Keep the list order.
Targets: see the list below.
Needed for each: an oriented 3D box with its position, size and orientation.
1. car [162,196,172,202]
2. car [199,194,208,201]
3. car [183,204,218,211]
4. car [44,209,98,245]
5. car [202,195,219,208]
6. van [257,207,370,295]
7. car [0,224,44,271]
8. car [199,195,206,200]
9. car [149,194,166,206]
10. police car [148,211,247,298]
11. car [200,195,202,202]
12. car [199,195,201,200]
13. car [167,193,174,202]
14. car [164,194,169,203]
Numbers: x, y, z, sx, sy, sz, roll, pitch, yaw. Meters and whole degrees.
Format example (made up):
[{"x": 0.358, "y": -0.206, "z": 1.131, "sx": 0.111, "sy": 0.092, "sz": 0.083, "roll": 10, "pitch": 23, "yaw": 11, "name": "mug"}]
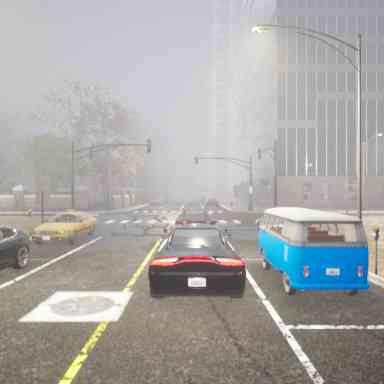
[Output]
[{"x": -5.603, "y": 1.525, "z": 74.952, "sx": 1.802, "sy": 1.307, "sz": 4.206, "roll": 0, "pitch": 0, "yaw": 0, "name": "car"}, {"x": 2.786, "y": 1.375, "z": 80.620, "sx": 1.967, "sy": 1.590, "sz": 4.097, "roll": 0, "pitch": 0, "yaw": 0, "name": "car"}, {"x": 0.119, "y": 1.552, "z": 17.556, "sx": 1.994, "sy": 1.385, "sz": 4.181, "roll": 0, "pitch": 0, "yaw": 0, "name": "car"}, {"x": -5.801, "y": 1.515, "z": 15.651, "sx": 1.752, "sy": 1.417, "sz": 4.829, "roll": 0, "pitch": 0, "yaw": 0, "name": "car"}, {"x": 2.746, "y": 1.408, "z": 46.534, "sx": 1.967, "sy": 1.590, "sz": 4.097, "roll": 0, "pitch": 0, "yaw": 0, "name": "car"}, {"x": 2.783, "y": 1.336, "z": 8.408, "sx": 1.690, "sy": 1.788, "sz": 3.998, "roll": 0, "pitch": 0, "yaw": 0, "name": "van"}, {"x": -5.761, "y": 1.561, "z": 8.417, "sx": 1.947, "sy": 1.339, "sz": 4.313, "roll": 0, "pitch": 0, "yaw": 0, "name": "car"}, {"x": 2.799, "y": 1.437, "z": 92.155, "sx": 1.752, "sy": 1.417, "sz": 4.829, "roll": 0, "pitch": 0, "yaw": 0, "name": "car"}, {"x": -5.629, "y": 1.509, "z": 52.221, "sx": 1.887, "sy": 1.381, "sz": 4.507, "roll": 0, "pitch": 0, "yaw": 0, "name": "car"}, {"x": 0.106, "y": 1.499, "z": 8.593, "sx": 2.038, "sy": 1.542, "sz": 4.974, "roll": 0, "pitch": 0, "yaw": 0, "name": "police car"}, {"x": 2.752, "y": 1.530, "z": 52.214, "sx": 1.947, "sy": 1.339, "sz": 4.313, "roll": 0, "pitch": 0, "yaw": 0, "name": "car"}, {"x": 2.779, "y": 1.509, "z": 74.939, "sx": 1.947, "sy": 1.339, "sz": 4.313, "roll": 0, "pitch": 0, "yaw": 0, "name": "car"}, {"x": -5.608, "y": 1.265, "z": 69.270, "sx": 2.192, "sy": 1.841, "sz": 5.009, "roll": 0, "pitch": 0, "yaw": 0, "name": "car"}, {"x": -5.623, "y": 1.511, "z": 57.904, "sx": 2.008, "sy": 1.369, "sz": 4.403, "roll": 0, "pitch": 0, "yaw": 0, "name": "car"}]
